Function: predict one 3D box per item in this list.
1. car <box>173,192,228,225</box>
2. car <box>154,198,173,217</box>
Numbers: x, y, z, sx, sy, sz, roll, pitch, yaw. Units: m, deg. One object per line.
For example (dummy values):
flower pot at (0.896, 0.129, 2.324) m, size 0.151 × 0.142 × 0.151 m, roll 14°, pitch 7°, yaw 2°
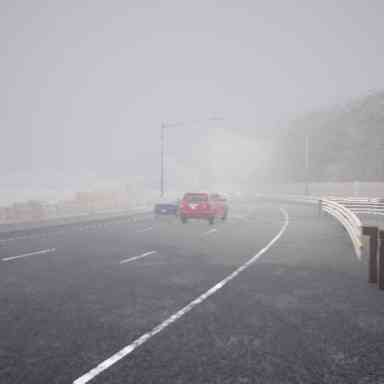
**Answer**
car at (0.919, 1.003, 22.515) m, size 2.150 × 2.045 × 5.566 m, roll 1°, pitch 1°, yaw 18°
car at (-1.420, 1.203, 26.994) m, size 1.882 × 1.535 × 5.008 m, roll 0°, pitch 1°, yaw 17°
